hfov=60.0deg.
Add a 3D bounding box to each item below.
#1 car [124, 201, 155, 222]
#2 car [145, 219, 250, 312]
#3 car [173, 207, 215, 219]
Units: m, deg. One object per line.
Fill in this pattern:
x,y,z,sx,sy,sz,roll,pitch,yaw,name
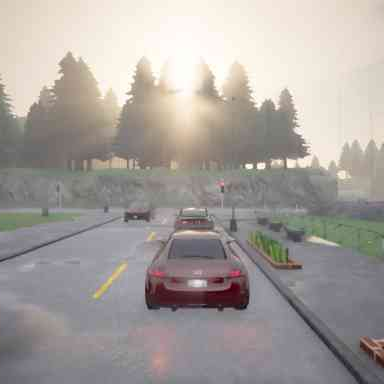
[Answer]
-4.014,1.493,26.096,1.882,1.535,5.008,0,0,0,car
0.096,1.564,7.809,1.994,1.385,4.181,0,0,0,car
0.091,1.505,16.721,1.837,1.490,4.892,0,0,0,car
